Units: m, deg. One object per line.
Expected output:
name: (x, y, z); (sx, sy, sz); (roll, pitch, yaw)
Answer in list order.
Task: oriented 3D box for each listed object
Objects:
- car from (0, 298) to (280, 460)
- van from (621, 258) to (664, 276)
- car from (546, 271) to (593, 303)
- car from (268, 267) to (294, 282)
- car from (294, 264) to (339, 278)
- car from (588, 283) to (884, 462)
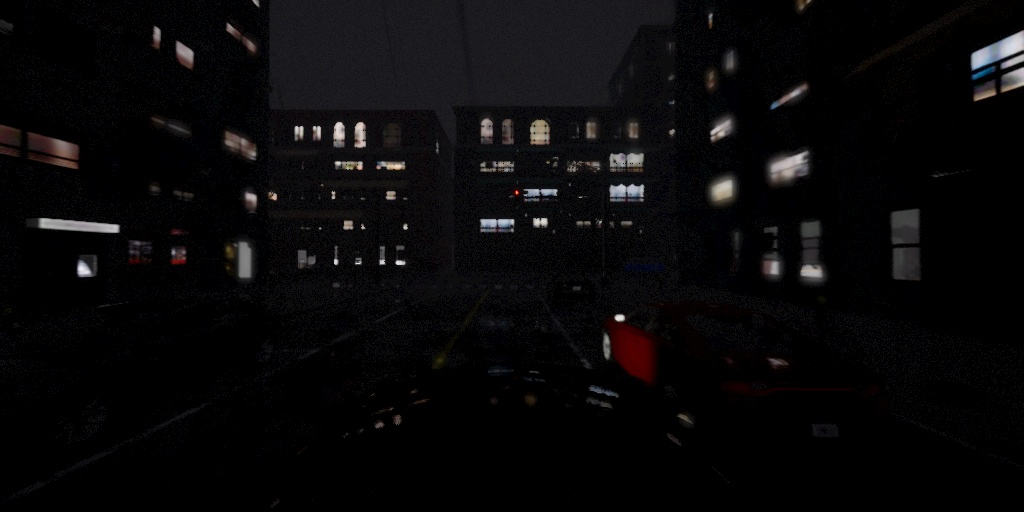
car: (-5.282, 1.316, 5.144); (1.948, 1.339, 4.313); (0, 0, 0)
van: (13.082, 1.057, 35.870); (3.998, 1.789, 1.690); (0, 0, 0)
car: (2.563, 1.321, 16.297); (1.948, 1.339, 4.313); (0, 0, 0)
car: (-19.658, 1.273, 27.681); (4.097, 1.591, 1.967); (0, 0, 0)
car: (-19.703, 1.476, 35.819); (4.403, 1.370, 2.007); (0, 0, 0)
car: (2.565, 1.296, 5.170); (1.888, 1.381, 4.507); (0, 0, 0)
